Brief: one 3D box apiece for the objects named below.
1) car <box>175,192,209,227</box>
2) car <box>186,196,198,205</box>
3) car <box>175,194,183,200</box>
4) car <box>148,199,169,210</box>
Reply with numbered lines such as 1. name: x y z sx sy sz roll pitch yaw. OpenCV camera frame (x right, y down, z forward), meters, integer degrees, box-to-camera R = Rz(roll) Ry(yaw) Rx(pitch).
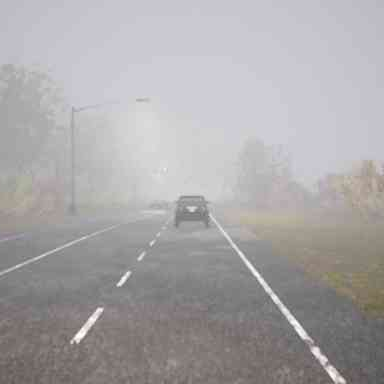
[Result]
1. car: 0.002 1.197 22.898 2.150 2.045 5.566 0 0 0
2. car: 0.002 1.446 58.025 2.033 1.411 5.357 0 0 0
3. car: -3.495 1.263 90.592 1.882 1.535 5.008 0 0 0
4. car: -4.225 1.537 42.659 1.895 1.301 4.718 0 0 7
